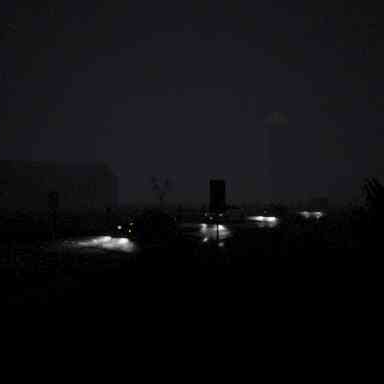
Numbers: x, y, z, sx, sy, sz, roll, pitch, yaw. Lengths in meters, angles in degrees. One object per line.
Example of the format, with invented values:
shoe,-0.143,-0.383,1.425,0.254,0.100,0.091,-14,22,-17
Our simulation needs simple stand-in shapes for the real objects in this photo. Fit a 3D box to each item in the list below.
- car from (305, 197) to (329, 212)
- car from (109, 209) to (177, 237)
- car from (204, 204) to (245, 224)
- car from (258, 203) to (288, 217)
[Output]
car,18.147,1.798,48.069,2.150,2.045,5.566,0,0,37
car,-2.689,1.697,19.058,1.994,1.385,4.181,0,0,34
car,2.810,1.750,27.426,1.812,1.442,4.674,0,0,35
car,8.678,1.880,35.478,1.994,1.385,4.181,0,0,37
